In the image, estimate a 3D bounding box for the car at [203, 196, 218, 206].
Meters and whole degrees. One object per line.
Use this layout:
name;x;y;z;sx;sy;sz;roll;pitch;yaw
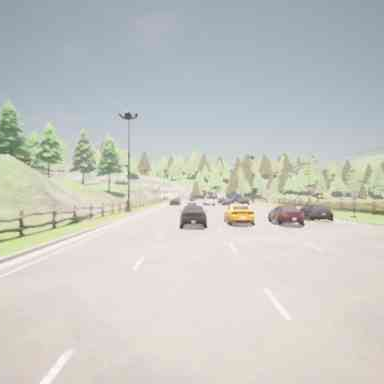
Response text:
car;3.496;1.757;67.368;2.150;2.045;5.566;0;0;0

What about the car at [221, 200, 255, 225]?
car;3.598;1.687;25.870;1.882;1.535;5.008;0;0;0

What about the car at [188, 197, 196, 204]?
car;-0.004;1.960;77.756;1.837;1.490;4.892;0;0;0

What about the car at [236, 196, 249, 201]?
car;10.496;2.029;67.336;1.837;1.490;4.892;0;0;0

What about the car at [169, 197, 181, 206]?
car;-3.504;2.011;67.336;1.882;1.535;5.008;0;0;0

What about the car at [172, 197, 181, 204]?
car;-3.504;1.961;77.756;1.837;1.490;4.892;0;0;0

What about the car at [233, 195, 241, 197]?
car;10.496;1.685;77.789;2.150;2.045;5.566;0;0;0

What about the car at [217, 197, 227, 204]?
car;6.996;1.984;77.756;1.812;1.442;4.674;0;0;0

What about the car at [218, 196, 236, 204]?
car;6.996;2.080;67.336;2.033;1.411;5.357;0;0;0

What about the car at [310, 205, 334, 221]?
car;10.770;1.801;29.342;1.994;1.385;4.181;0;0;-2

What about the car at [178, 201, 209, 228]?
car;0.099;1.702;24.125;1.837;1.490;4.892;0;0;0

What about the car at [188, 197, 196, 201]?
car;-0.004;2.139;67.782;1.895;1.301;4.718;0;0;0

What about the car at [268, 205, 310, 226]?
car;7.100;1.730;25.318;1.812;1.442;4.674;0;0;0

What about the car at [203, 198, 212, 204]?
car;3.496;2.056;77.786;1.895;1.301;4.718;0;0;0
